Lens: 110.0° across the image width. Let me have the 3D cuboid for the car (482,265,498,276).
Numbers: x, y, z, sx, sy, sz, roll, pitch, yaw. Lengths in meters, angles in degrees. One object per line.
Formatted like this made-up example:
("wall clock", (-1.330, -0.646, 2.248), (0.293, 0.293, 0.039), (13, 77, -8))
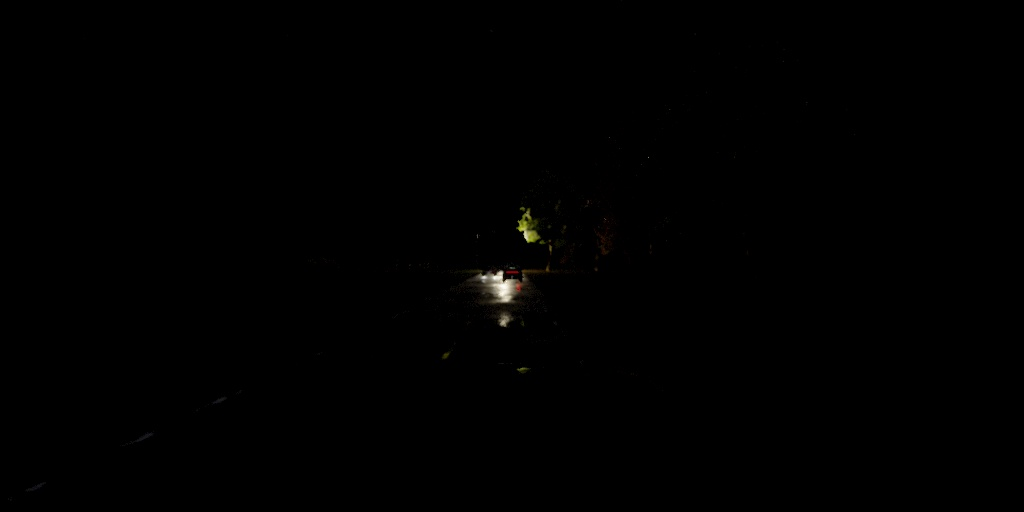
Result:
("car", (-2.929, 1.887, 47.546), (1.812, 1.442, 4.674), (0, -1, 0))

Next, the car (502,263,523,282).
("car", (0.037, 1.684, 34.603), (2.128, 1.511, 4.902), (0, -1, 0))
